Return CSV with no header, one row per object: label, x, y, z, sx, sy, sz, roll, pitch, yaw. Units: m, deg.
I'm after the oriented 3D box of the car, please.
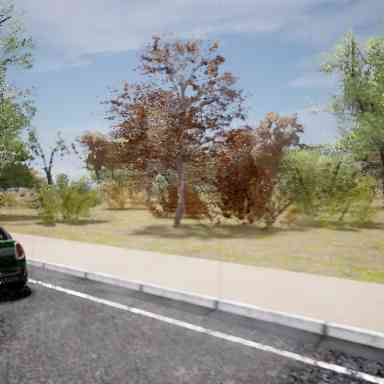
car,-5.969,1.368,7.941,4.553,1.767,2.097,0,0,36
